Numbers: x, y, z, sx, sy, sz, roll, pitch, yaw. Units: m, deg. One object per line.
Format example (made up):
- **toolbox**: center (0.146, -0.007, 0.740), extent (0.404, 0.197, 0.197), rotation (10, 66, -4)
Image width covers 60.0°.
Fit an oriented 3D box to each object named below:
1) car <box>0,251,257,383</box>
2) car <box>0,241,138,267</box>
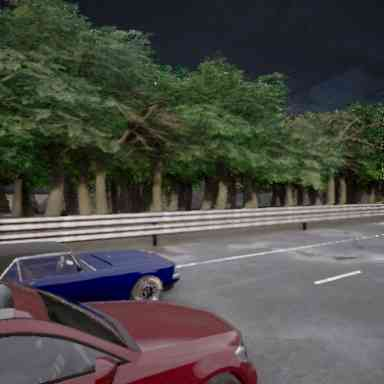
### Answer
- **car**: center (-1.555, 1.526, 2.637), extent (4.674, 1.442, 1.812), rotation (0, 0, -36)
- **car**: center (-2.593, 1.595, 6.199), extent (4.718, 1.301, 1.895), rotation (0, 0, -36)
